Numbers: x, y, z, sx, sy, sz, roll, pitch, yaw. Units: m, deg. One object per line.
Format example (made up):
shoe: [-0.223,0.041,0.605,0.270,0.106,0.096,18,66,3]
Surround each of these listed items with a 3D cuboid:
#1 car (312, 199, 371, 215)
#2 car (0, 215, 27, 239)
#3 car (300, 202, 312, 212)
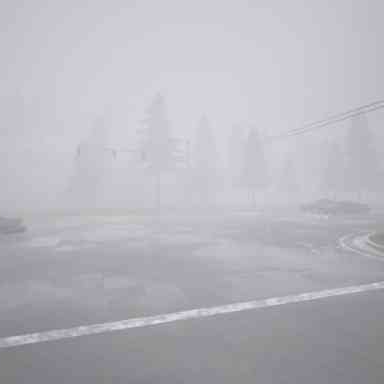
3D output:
car: [15.158,1.547,33.265,5.357,1.411,2.033,0,0,-17]
car: [-10.591,1.547,15.341,5.357,1.411,2.033,0,0,-28]
car: [14.294,1.478,36.652,5.008,1.535,1.882,0,0,-17]
